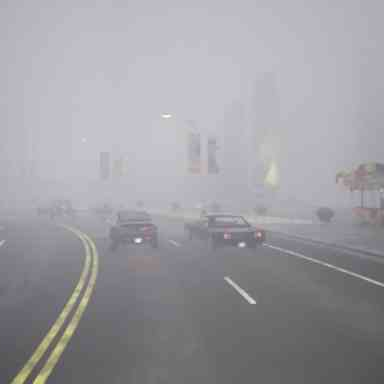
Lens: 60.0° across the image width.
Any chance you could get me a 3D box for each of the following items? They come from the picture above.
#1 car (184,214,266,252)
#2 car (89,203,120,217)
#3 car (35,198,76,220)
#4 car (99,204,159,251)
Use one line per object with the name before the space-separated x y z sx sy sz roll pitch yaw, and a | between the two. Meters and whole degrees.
car | 1.120 1.583 13.979 1.895 1.301 4.718 0 0 -17
car | -7.254 1.580 28.885 1.895 1.301 4.718 0 0 -40
car | -11.856 1.338 28.653 2.097 1.767 4.553 0 0 -43
car | -2.752 1.493 14.353 1.837 1.490 4.892 0 0 -19
